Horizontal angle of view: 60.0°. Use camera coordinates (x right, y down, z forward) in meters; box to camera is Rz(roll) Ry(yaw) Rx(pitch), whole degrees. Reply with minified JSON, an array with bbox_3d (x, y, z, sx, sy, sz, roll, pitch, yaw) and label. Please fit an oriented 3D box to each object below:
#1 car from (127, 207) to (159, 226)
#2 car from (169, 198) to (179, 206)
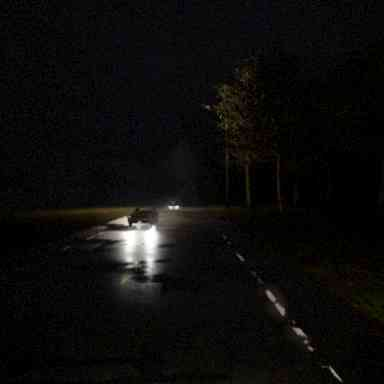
[{"bbox_3d":[-3.630,1.811,25.318,1.895,1.301,4.718,0,-1,0],"label":"car"},{"bbox_3d":[-3.589,2.011,66.855,2.128,1.511,4.902,0,0,0],"label":"car"}]
